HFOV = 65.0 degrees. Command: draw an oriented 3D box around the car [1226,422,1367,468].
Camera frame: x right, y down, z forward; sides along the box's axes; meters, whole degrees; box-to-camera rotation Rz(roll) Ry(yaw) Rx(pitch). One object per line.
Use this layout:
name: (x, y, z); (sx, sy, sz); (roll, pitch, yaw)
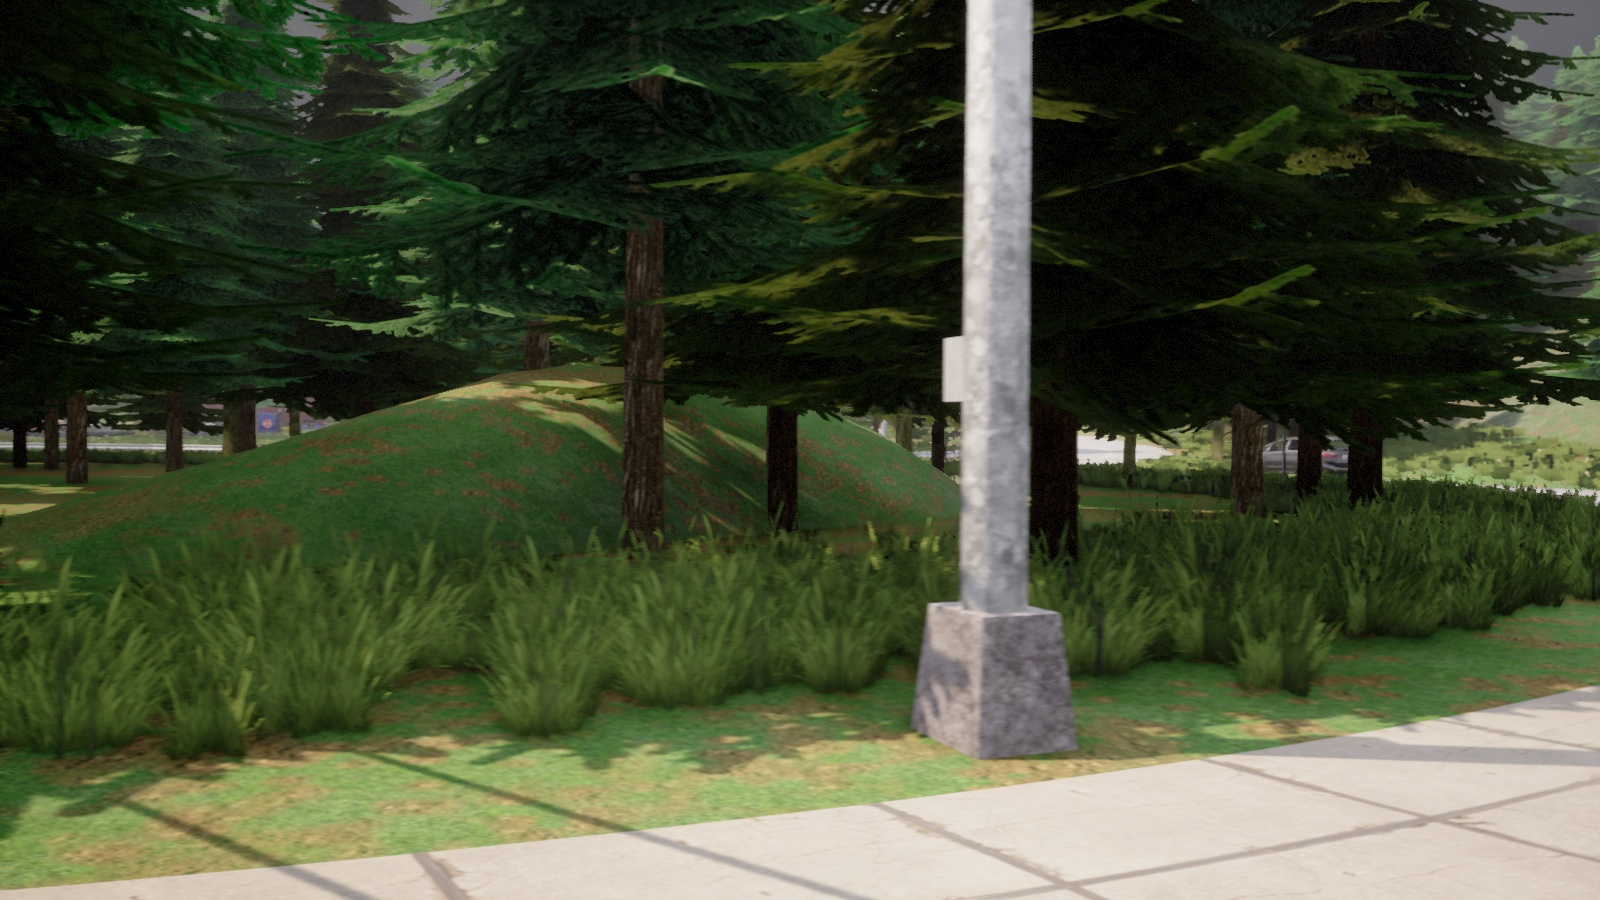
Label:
car: (18.948, -0.195, 48.127); (2.242, 1.667, 4.611); (-1, 1, -30)

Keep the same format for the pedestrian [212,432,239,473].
pedestrian: (-25.823, 0.109, 56.456); (0.899, 1.844, 0.634); (-1, 1, 3)
